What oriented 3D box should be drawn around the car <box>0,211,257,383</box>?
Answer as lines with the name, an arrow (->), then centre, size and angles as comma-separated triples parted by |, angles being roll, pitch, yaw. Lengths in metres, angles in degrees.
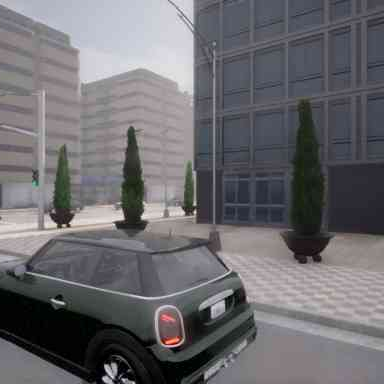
car -> -1.433, 1.352, 5.015 | 4.553, 1.767, 2.097 | 0, 0, 35

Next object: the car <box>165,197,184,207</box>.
car -> -2.208, 1.560, 52.712 | 1.837, 1.490, 4.892 | 0, 0, 35

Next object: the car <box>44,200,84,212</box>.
car -> -14.052, 1.560, 35.953 | 1.837, 1.490, 4.892 | 0, 0, 35

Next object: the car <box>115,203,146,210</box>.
car -> -8.157, 1.581, 44.293 | 1.812, 1.442, 4.674 | 0, 0, 35
